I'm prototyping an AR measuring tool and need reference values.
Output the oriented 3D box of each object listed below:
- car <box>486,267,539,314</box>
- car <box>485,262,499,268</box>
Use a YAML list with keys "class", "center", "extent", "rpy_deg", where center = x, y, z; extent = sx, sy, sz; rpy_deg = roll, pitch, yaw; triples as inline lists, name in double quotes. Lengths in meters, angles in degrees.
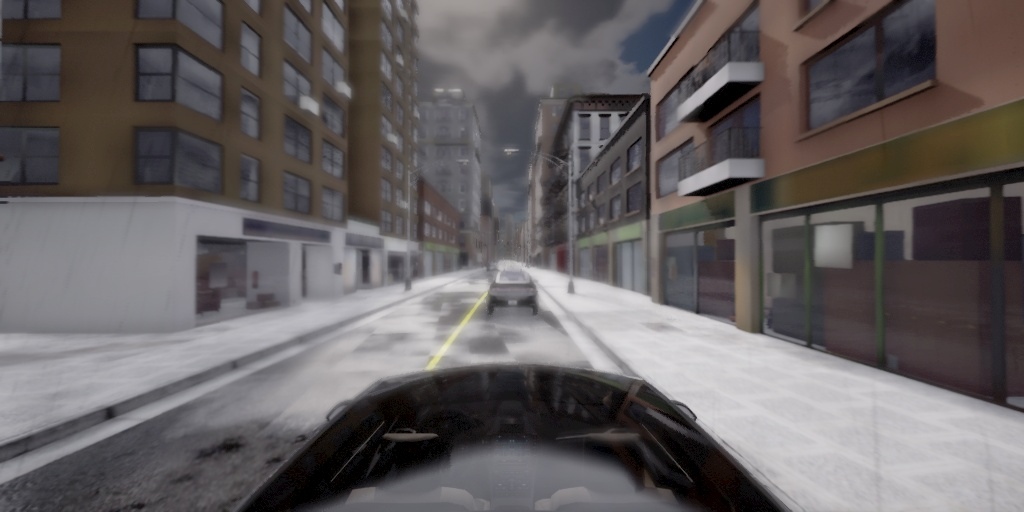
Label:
- class: "car"
  center: [0.049, 1.351, 14.273]
  extent: [2.128, 1.511, 4.902]
  rpy_deg: [0, 0, 1]
- class: "car"
  center: [-3.057, 1.769, 56.440]
  extent: [2.128, 1.511, 4.902]
  rpy_deg: [0, -1, 0]
